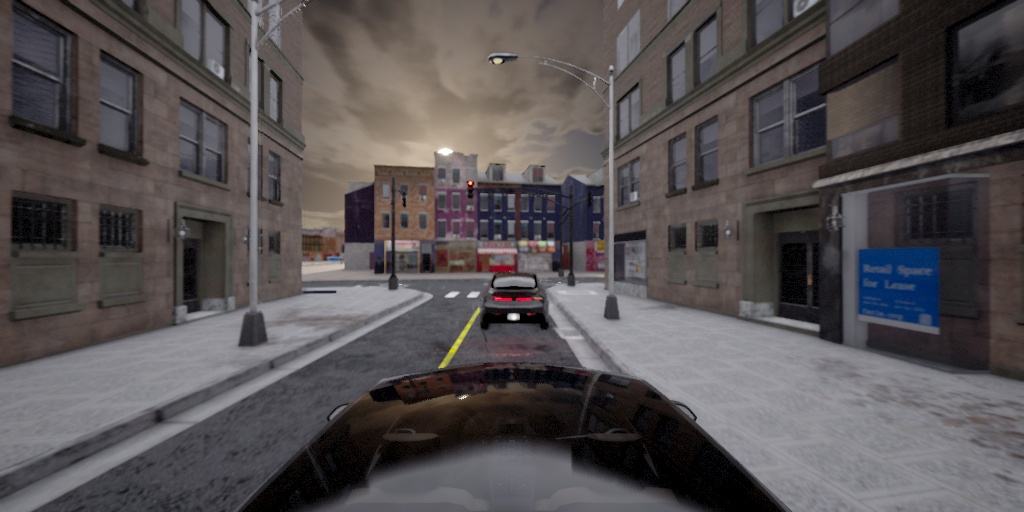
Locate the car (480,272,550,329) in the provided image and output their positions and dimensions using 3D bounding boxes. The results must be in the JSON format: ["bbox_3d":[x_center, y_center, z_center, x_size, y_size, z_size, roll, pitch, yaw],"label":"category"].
[{"bbox_3d":[0.116,1.228,11.127,1.837,1.490,4.892,0,0,2],"label":"car"}]
